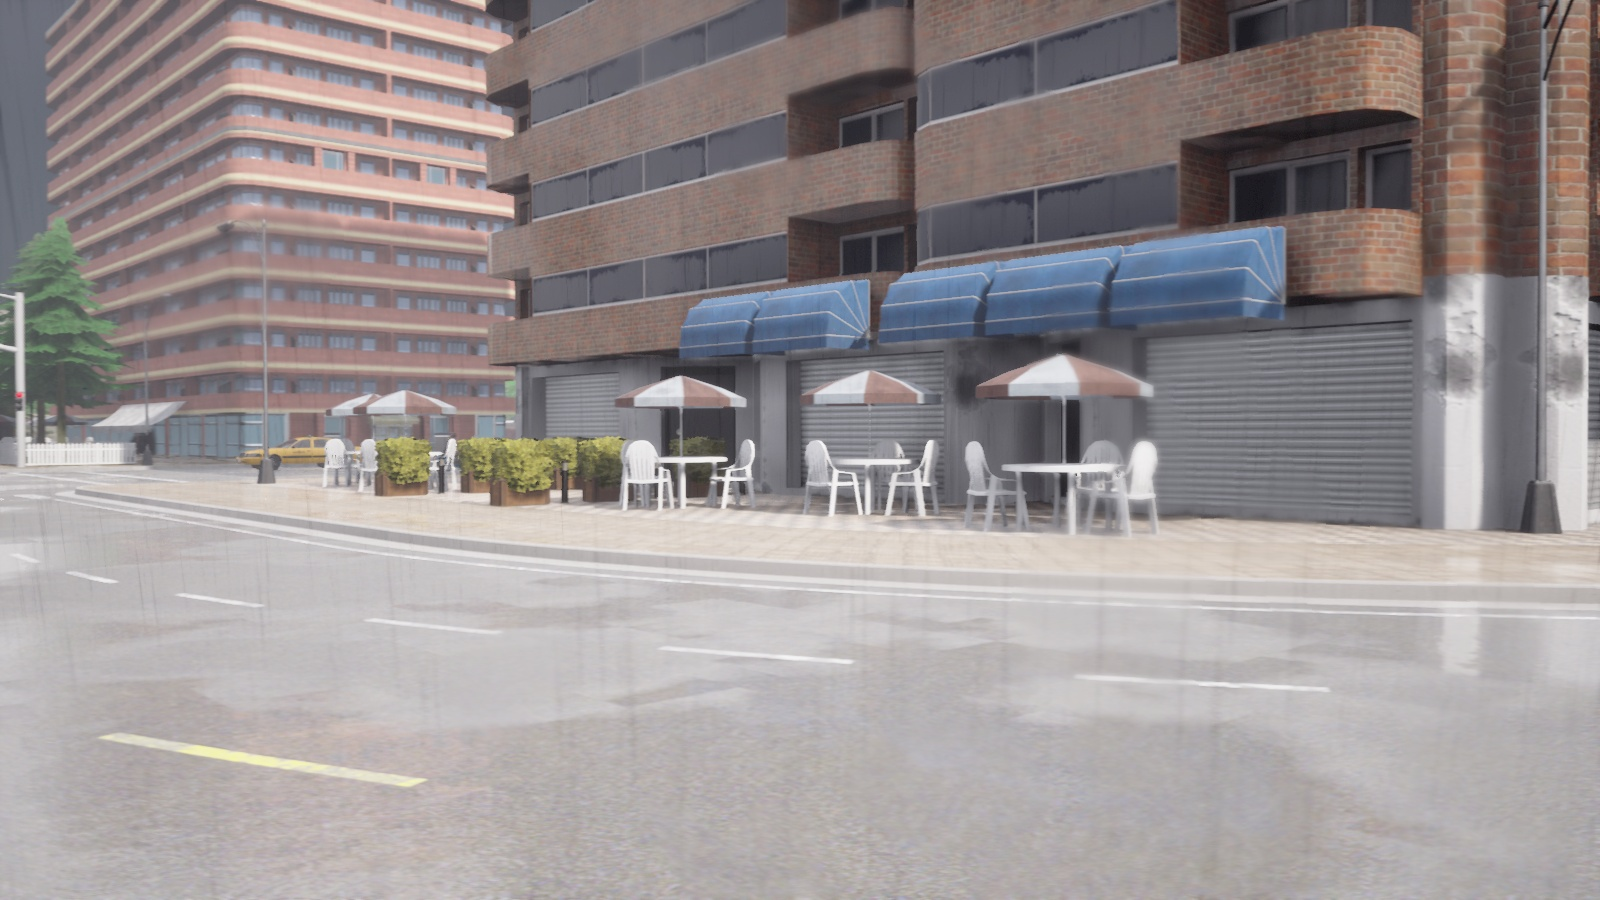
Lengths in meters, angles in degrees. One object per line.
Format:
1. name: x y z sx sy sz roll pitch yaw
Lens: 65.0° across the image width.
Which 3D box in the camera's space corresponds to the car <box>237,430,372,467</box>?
1. car: -22.223 -0.101 56.493 5.366 1.575 1.801 -1 1 -42
